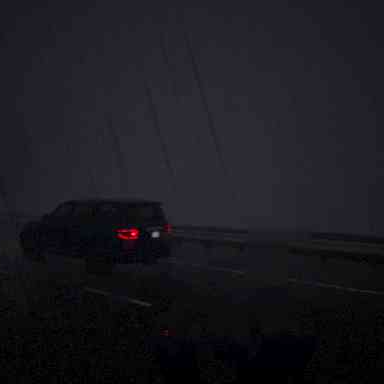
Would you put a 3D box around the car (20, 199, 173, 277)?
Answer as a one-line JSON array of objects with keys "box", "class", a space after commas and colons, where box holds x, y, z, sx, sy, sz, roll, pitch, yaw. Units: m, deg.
[{"box": [-3.161, 1.235, 10.541, 5.566, 2.045, 2.150, 0, 0, 35], "class": "car"}]
